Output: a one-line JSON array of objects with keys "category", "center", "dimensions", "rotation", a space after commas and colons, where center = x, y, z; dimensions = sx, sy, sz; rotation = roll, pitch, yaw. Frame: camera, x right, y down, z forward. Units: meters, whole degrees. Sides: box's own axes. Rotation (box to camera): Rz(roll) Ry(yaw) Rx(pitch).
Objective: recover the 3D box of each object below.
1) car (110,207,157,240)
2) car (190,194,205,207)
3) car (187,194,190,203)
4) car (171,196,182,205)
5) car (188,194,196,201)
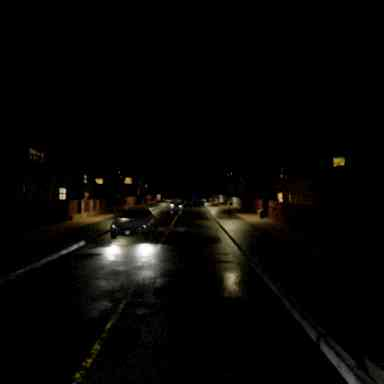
[{"category": "car", "center": [-2.856, 1.525, 17.043], "dimensions": [1.812, 1.442, 4.674], "rotation": [0, 0, 0]}, {"category": "car", "center": [0.944, 1.453, 50.874], "dimensions": [1.882, 1.535, 5.008], "rotation": [0, 0, 0]}, {"category": "car", "center": [-0.024, 1.475, 68.631], "dimensions": [1.994, 1.385, 4.181], "rotation": [0, 0, 0]}, {"category": "car", "center": [-2.810, 1.493, 60.011], "dimensions": [1.812, 1.442, 4.674], "rotation": [0, 0, 1]}, {"category": "car", "center": [-0.029, 1.322, 81.156], "dimensions": [1.837, 1.490, 4.892], "rotation": [0, 0, 0]}]
